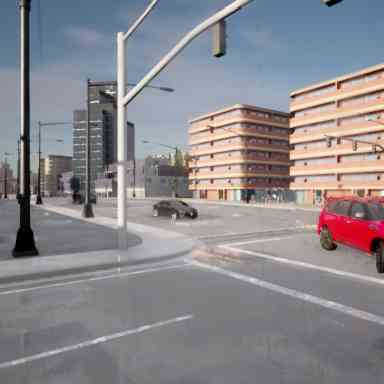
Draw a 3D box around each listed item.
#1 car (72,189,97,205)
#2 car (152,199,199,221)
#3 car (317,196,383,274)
[{"bbox_3d":[-14.858,0.674,45.768,2.150,2.045,5.566,0,1,-34],"label":"car"},{"bbox_3d":[-1.389,1.357,26.034,1.837,1.490,4.892,0,1,-34],"label":"car"},{"bbox_3d":[6.151,1.194,10.976,2.150,2.045,5.566,1,0,-3],"label":"car"}]
